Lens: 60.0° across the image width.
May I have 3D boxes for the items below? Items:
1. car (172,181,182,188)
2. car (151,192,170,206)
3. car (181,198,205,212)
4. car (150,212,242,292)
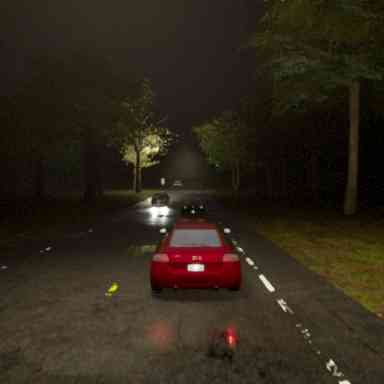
[{"bbox_3d":[-3.491,-1.506,78.828,2.150,2.045,5.566,0,3,0],"label":"car"},{"bbox_3d":[-3.588,0.771,38.156,2.128,1.511,4.902,0,2,0],"label":"car"},{"bbox_3d":[0.095,1.167,27.857,1.895,1.301,4.718,0,1,0],"label":"car"},{"bbox_3d":[0.083,1.445,8.617,1.994,1.385,4.181,0,1,0],"label":"car"}]
